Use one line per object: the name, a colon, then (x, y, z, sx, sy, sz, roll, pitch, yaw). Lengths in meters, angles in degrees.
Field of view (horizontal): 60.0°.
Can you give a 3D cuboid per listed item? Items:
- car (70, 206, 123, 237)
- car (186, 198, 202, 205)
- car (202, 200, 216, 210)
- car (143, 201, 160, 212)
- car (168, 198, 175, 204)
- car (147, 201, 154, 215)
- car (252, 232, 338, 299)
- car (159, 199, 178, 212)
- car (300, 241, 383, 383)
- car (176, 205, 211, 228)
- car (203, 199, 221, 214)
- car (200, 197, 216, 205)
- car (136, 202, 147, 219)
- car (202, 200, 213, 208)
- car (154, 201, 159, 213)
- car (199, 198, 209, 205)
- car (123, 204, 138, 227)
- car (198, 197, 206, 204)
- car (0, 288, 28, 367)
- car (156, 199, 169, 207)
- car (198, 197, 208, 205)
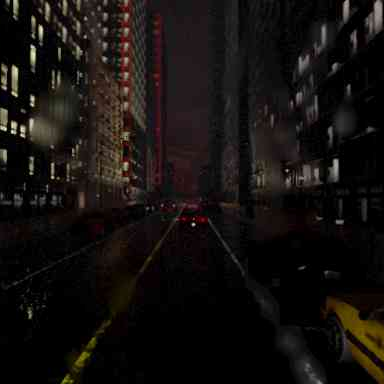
car: (-5.676, 1.733, 19.546, 1.887, 1.381, 4.507, 1, -1, 0)
car: (0.102, 1.952, 44.221, 1.812, 1.442, 4.674, 0, -1, 0)
car: (2.706, 2.078, 53.081, 1.947, 1.339, 4.313, 1, -1, 0)
car: (-5.675, 2.001, 47.420, 1.887, 1.381, 4.507, 1, -1, 0)
car: (-5.674, 2.472, 92.019, 1.802, 1.307, 4.206, 1, -1, 0)
car: (-5.675, 1.900, 36.270, 2.008, 1.369, 4.403, 1, -1, 0)
car: (2.704, 1.649, 8.465, 1.947, 1.339, 4.313, 1, -1, 0)
car: (-3.084, 1.786, 45.142, 2.097, 1.767, 4.553, 0, 0, 0)
car: (2.705, 1.556, 3.058, 1.752, 1.417, 4.829, 1, -1, 0)
car: (0.101, 1.831, 23.892, 1.895, 1.301, 4.718, 0, -1, 0)
car: (2.705, 1.949, 41.926, 1.887, 1.381, 4.507, 1, -1, 0)
car: (2.710, 1.773, 47.506, 2.192, 1.841, 5.009, 1, -1, 0)
car: (-5.675, 1.840, 30.696, 1.887, 1.381, 4.507, 1, -1, 0)
car: (2.705, 2.148, 58.657, 1.802, 1.307, 4.206, 1, -1, 0)
car: (-5.676, 1.969, 41.845, 1.947, 1.339, 4.313, 1, -1, 0)
car: (2.709, 2.168, 75.388, 1.967, 1.590, 4.097, 1, -1, 0)
car: (-5.675, 1.792, 25.121, 2.008, 1.369, 4.403, 1, -1, 0)
car: (2.711, 2.207, 92.122, 2.192, 1.841, 5.009, 1, -1, 0)
car: (-3.101, 1.568, 2.073, 2.033, 1.411, 5.357, 0, -1, 0)
car: (-5.675, 2.169, 64.145, 2.008, 1.369, 4.403, 1, -1, 0)
car: (2.711, 2.098, 80.967, 2.192, 1.841, 5.009, 1, -1, 0)
